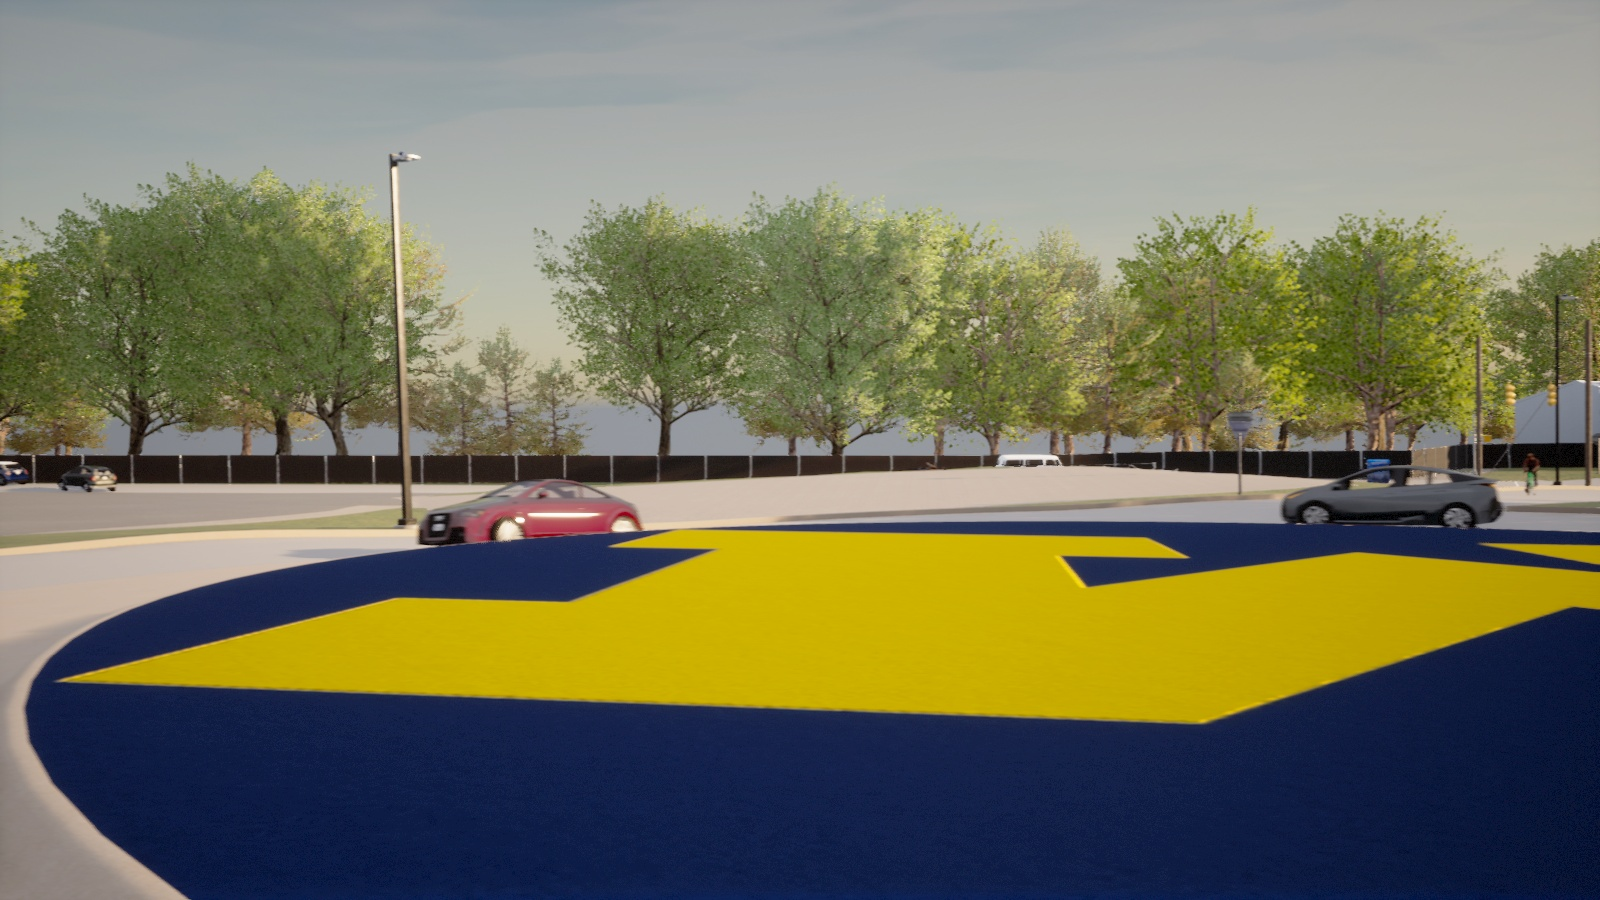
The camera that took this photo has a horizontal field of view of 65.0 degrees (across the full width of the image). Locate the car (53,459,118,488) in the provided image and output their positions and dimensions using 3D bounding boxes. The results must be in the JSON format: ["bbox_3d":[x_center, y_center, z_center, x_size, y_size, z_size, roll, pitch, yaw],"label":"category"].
[{"bbox_3d":[-43.120,1.416,75.769,3.705,1.549,1.789,2,2,30],"label":"car"}]

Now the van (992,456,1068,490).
[{"bbox_3d":[14.573,1.452,79.766,4.480,2.038,2.069,0,2,0],"label":"van"}]

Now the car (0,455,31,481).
[{"bbox_3d":[-51.838,1.094,80.655,3.806,1.475,1.970,2,3,13],"label":"car"}]

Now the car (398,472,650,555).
[{"bbox_3d":[-5.071,1.208,23.416,1.994,1.385,4.181,-5,-6,43],"label":"car"}]

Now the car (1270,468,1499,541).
[{"bbox_3d":[13.124,1.179,28.236,4.514,1.525,2.007,0,-1,29],"label":"car"}]
